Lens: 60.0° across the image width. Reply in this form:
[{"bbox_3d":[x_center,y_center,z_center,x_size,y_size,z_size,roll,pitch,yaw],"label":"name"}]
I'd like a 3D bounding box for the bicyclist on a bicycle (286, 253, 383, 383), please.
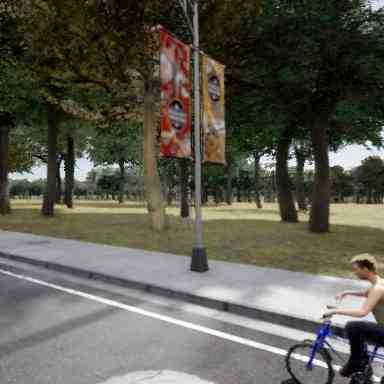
[{"bbox_3d":[1.704,1.436,3.467,1.509,1.612,0.866,0,0,35],"label":"bicyclist on a bicycle"}]
